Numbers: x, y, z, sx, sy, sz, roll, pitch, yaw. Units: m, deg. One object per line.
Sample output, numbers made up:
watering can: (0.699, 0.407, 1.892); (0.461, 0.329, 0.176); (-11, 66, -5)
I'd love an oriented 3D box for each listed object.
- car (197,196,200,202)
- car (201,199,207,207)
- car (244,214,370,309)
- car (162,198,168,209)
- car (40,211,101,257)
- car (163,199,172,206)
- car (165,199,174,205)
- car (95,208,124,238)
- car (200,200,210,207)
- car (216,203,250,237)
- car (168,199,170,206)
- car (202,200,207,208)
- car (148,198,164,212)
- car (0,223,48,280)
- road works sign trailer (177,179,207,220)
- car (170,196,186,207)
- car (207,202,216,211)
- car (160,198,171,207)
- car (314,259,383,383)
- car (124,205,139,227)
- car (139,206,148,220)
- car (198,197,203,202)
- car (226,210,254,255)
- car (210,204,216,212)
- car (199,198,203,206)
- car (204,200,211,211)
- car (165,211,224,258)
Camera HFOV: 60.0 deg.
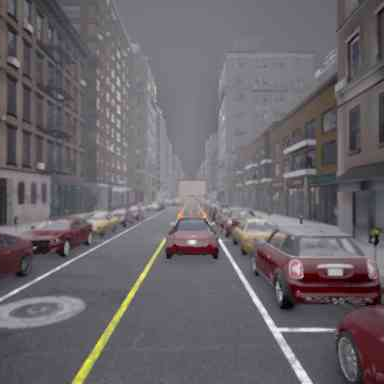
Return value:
car: (2.649, 2.212, 74.283); (1.967, 1.590, 4.097); (0, -1, 0)
car: (2.645, 2.060, 46.689); (1.802, 1.307, 4.206); (0, -1, 0)
car: (2.640, 1.521, 8.061); (1.967, 1.590, 4.097); (0, -1, 0)
car: (-5.380, 1.852, 52.205); (2.192, 1.841, 5.009); (0, -1, 0)
car: (-5.385, 1.680, 13.577); (1.887, 1.381, 4.507); (0, -1, 0)
car: (-5.376, 2.295, 74.105); (1.752, 1.417, 4.829); (0, -1, 0)
car: (-5.375, 2.381, 79.793); (2.008, 1.369, 4.403); (0, -1, 0)
car: (-5.384, 1.713, 18.925); (1.752, 1.417, 4.829); (0, -1, 0)
car: (2.648, 2.295, 68.763); (1.802, 1.307, 4.206); (0, -1, 0)
car: (2.641, 1.630, 19.098); (1.967, 1.590, 4.097); (0, -1, 0)
car: (-5.379, 2.177, 57.720); (1.802, 1.307, 4.206); (0, -1, 0)
car: (2.644, 1.970, 41.170); (2.008, 1.369, 4.403); (0, -1, 0)
car: (-5.376, 2.001, 46.517); (1.752, 1.417, 4.829); (0, -1, 0)
car: (-5.385, 1.663, 8.059); (1.802, 1.307, 4.206); (0, -1, 0)
road works sign trailer: (0.005, 0.732, 26.845); (2.380, 3.560, 2.880); (0, -1, 0)
car: (-2.764, 2.146, 64.582); (1.882, 1.535, 5.008); (0, -1, 1)
car: (2.642, 1.869, 30.133); (1.947, 1.339, 4.313); (0, -1, 0)
car: (-5.377, 2.153, 68.759); (1.967, 1.590, 4.097); (0, -1, 0)
car: (2.639, 1.609, 2.541); (1.802, 1.307, 4.206); (0, -1, 0)
car: (-5.383, 1.827, 24.613); (1.802, 1.307, 4.206); (0, -1, 0)
car: (-5.383, 1.884, 30.130); (1.802, 1.307, 4.206); (0, -1, 0)
car: (2.647, 2.205, 63.245); (2.008, 1.369, 4.403); (0, -1, 0)
car: (2.641, 1.662, 13.749); (1.752, 1.417, 4.829); (0, -1, 0)
car: (2.642, 1.796, 24.616); (2.008, 1.369, 4.403); (0, -1, 0)
car: (2.646, 2.146, 57.727); (2.008, 1.369, 4.403); (0, -1, 0)
car: (2.643, 1.905, 35.652); (1.887, 1.381, 4.507); (0, -1, 0)
car: (0.021, 1.698, 13.364); (1.994, 1.385, 4.181); (0, 0, 0)
